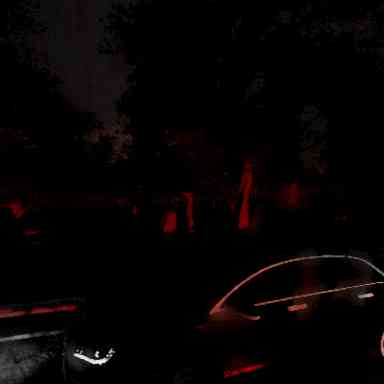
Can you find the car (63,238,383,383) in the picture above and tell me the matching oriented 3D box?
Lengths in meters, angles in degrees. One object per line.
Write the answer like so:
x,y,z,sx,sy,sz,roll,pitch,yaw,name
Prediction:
0.894,1.449,4.435,4.892,1.490,1.837,0,1,-20,car
